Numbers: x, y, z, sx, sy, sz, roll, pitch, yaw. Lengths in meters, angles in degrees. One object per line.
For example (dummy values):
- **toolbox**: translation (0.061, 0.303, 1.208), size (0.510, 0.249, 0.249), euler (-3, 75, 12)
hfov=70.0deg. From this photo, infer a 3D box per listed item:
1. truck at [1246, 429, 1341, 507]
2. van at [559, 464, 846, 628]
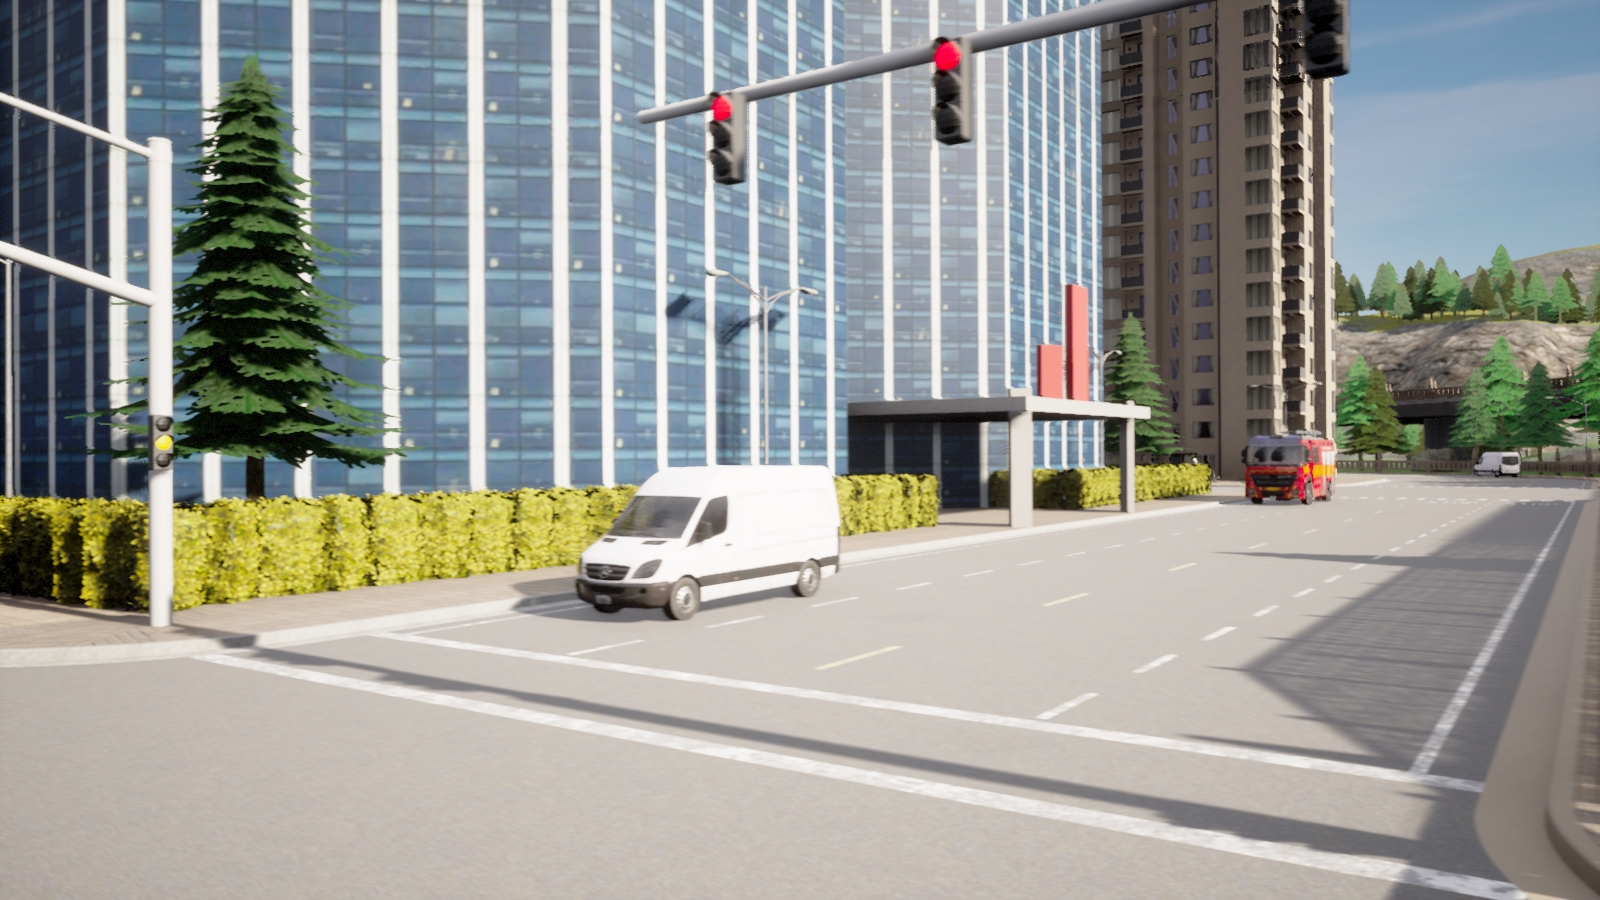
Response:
- **truck**: translation (26.227, 0.896, 60.447), size (2.891, 3.827, 8.468), euler (-1, 0, 35)
- **van**: translation (-1.583, 1.576, 21.325), size (1.988, 2.561, 5.915), euler (-1, 0, 35)
